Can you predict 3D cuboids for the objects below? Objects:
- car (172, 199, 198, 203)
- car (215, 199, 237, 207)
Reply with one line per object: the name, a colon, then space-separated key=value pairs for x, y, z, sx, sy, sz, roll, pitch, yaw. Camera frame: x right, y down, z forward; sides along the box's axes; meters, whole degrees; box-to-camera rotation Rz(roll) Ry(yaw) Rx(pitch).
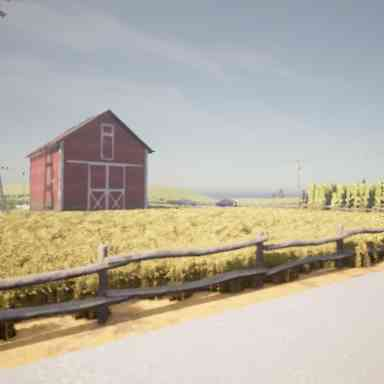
car: x=-0.915 y=1.915 z=59.586 sx=2.033 sy=1.411 sz=5.357 roll=1 pitch=0 yaw=-35
car: x=5.550 y=1.928 z=56.063 sx=1.812 sy=1.442 sz=4.674 roll=1 pitch=0 yaw=-35
